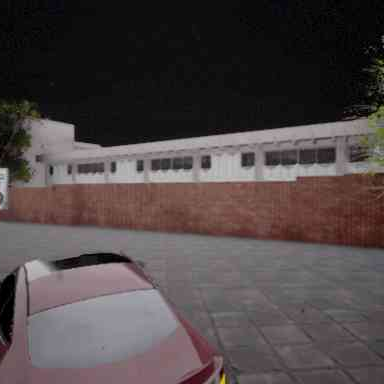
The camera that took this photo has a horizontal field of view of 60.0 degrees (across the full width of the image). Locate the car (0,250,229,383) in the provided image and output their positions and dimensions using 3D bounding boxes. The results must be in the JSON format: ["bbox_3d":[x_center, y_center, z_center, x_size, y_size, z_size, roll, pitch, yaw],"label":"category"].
[{"bbox_3d":[-1.319,1.432,3.860,1.812,1.442,4.674,-4,4,-28],"label":"car"}]
